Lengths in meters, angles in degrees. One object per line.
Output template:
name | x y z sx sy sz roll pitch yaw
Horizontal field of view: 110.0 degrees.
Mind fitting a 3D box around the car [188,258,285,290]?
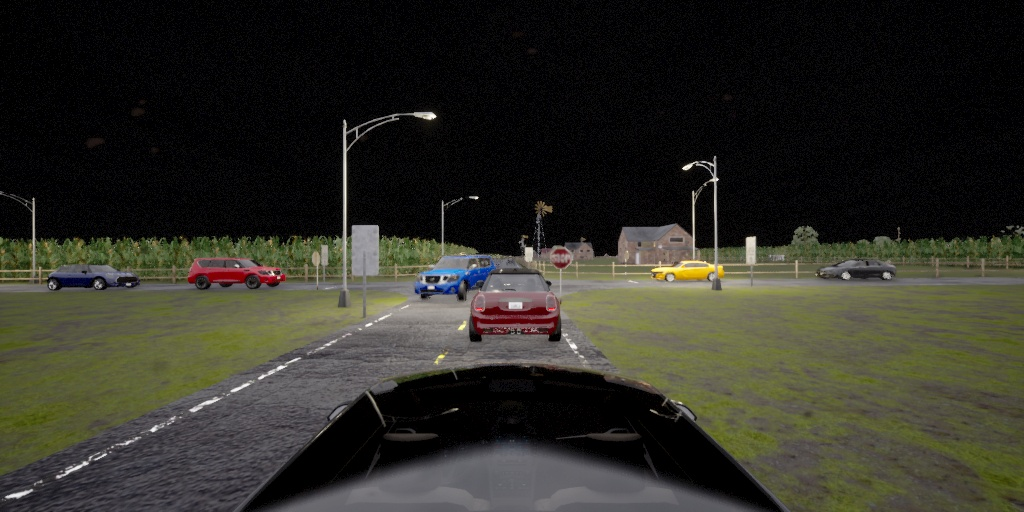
car | -18.348 1.126 23.985 5.566 2.045 2.150 -1 0 1

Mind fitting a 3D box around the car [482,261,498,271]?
car | -2.983 1.344 49.658 1.994 1.385 4.181 0 0 1

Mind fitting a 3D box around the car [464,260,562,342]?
car | 0.058 1.103 9.955 2.097 1.767 4.553 0 0 -1

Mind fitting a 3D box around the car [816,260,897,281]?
car | 25.177 1.027 26.330 4.892 1.490 1.837 -1 0 1

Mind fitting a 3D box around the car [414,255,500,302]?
car | -2.527 0.974 17.588 2.150 2.045 5.566 -1 0 18

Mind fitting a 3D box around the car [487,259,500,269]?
car | -3.021 1.299 59.678 1.837 1.490 4.892 0 0 0

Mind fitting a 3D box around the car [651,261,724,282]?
car | 12.871 1.111 26.466 5.008 1.535 1.882 -1 0 0

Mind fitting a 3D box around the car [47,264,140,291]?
car | -28.002 1.345 24.119 4.553 1.767 2.097 -1 0 1
